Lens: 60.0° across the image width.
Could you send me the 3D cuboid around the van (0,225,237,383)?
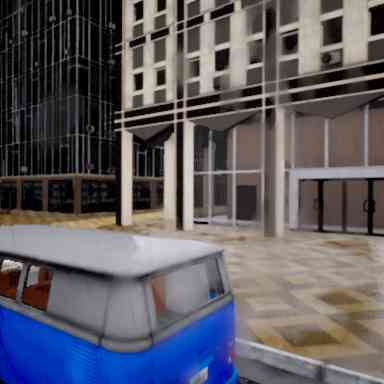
[{"bbox_3d":[-1.450,1.354,3.905,3.998,1.788,1.690,0,0,36],"label":"van"}]
